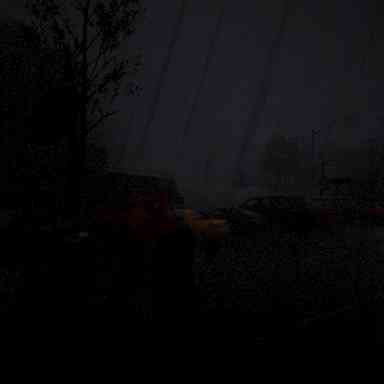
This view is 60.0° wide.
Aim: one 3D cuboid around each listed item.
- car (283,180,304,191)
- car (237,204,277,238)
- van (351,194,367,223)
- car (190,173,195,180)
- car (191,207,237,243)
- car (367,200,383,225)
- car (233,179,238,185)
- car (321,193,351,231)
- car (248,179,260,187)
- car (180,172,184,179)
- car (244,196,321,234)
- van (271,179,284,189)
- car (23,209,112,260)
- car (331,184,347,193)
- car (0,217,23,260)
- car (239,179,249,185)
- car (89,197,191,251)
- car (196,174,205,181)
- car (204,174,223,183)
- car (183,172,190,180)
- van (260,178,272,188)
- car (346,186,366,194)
[{"bbox_3d":[19.678,-0.984,62.996,2.231,1.521,4.892,7,3,35],"label":"car"},{"bbox_3d":[1.791,1.550,17.766,4.674,1.452,2.002,-1,-1,35],"label":"car"},{"bbox_3d":[9.271,1.299,22.897,4.442,1.987,1.878,-1,-1,35],"label":"van"},{"bbox_3d":[2.295,-3.842,87.583,2.185,1.767,4.553,6,3,34],"label":"car"},{"bbox_3d":[-0.816,1.504,16.139,5.366,1.575,1.946,-1,-1,35],"label":"car"},{"bbox_3d":[11.680,1.406,24.647,4.553,1.767,2.185,-1,-1,35],"label":"car"},{"bbox_3d":[11.043,-2.309,75.346,2.002,1.452,4.674,7,3,35],"label":"car"},{"bbox_3d":[6.732,1.269,21.228,5.566,2.045,2.435,-1,-1,35],"label":"car"},{"bbox_3d":[14.616,-1.804,70.562,1.946,1.575,5.366,7,3,35],"label":"car"},{"bbox_3d":[-1.205,-4.354,92.402,2.435,2.045,5.566,1,-1,34],"label":"car"},{"bbox_3d":[4.218,1.264,19.523,5.566,2.045,2.435,-1,-1,35],"label":"car"},{"bbox_3d":[17.918,-1.483,65.359,1.878,1.987,4.442,7,4,35],"label":"van"},{"bbox_3d":[-5.582,1.524,12.567,4.792,1.488,2.163,-1,-1,35],"label":"car"},{"bbox_3d":[24.886,-0.418,55.610,2.435,2.045,5.566,7,3,35],"label":"car"},{"bbox_3d":[-8.002,1.493,10.821,4.892,1.521,2.231,-1,-1,35],"label":"car"},{"bbox_3d":[12.785,-2.035,72.883,2.002,1.452,4.674,7,4,35],"label":"car"},{"bbox_3d":[-3.136,1.248,14.312,5.566,2.045,2.435,-1,-1,35],"label":"car"},{"bbox_3d":[4.089,-3.690,85.117,2.435,2.045,5.566,7,3,34],"label":"car"},{"bbox_3d":[5.940,-3.168,82.857,1.946,1.575,5.366,7,3,34],"label":"car"},{"bbox_3d":[0.566,-4.077,90.054,2.185,1.767,4.553,4,1,33],"label":"car"},{"bbox_3d":[16.190,-1.756,67.831,1.878,1.987,4.442,7,4,35],"label":"van"},{"bbox_3d":[26.577,0.144,53.137,2.002,1.452,4.674,7,3,35],"label":"car"}]
